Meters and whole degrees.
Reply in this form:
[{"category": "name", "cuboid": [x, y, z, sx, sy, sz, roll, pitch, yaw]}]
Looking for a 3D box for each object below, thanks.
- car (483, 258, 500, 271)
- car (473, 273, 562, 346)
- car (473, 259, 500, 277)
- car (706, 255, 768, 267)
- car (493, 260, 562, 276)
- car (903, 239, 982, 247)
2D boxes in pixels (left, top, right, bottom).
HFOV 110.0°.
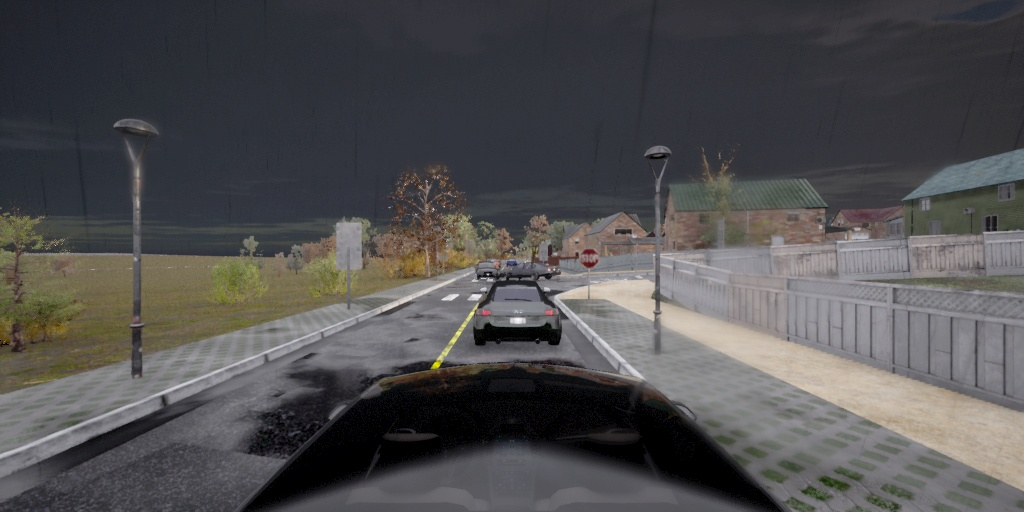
[{"category": "car", "cuboid": [-2.887, 1.115, 51.194, 2.097, 1.767, 4.553, 0, 0, 1]}, {"category": "car", "cuboid": [0.096, 1.312, 9.453, 1.994, 1.385, 4.181, 0, 0, -1]}, {"category": "car", "cuboid": [-2.274, 1.254, 31.377, 1.837, 1.490, 4.892, 0, 0, -8]}, {"category": "car", "cuboid": [14.370, 0.411, 22.855, 4.181, 1.385, 1.994, -3, 0, 16]}, {"category": "car", "cuboid": [1.315, 1.195, 28.468, 5.357, 1.411, 2.033, -4, -3, 43]}, {"category": "car", "cuboid": [23.873, -0.210, 20.441, 4.902, 1.511, 2.128, -3, 0, 14]}]
